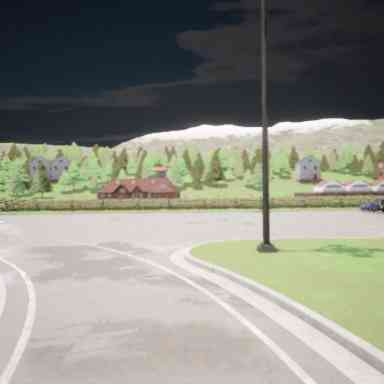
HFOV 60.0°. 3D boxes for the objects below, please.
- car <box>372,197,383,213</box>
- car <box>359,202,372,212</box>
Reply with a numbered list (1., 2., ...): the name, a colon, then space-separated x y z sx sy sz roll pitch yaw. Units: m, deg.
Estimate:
1. car: 18.324 0.881 27.270 5.566 2.045 2.150 0 0 2
2. car: 18.031 1.174 30.776 4.674 1.442 1.812 -1 0 1
